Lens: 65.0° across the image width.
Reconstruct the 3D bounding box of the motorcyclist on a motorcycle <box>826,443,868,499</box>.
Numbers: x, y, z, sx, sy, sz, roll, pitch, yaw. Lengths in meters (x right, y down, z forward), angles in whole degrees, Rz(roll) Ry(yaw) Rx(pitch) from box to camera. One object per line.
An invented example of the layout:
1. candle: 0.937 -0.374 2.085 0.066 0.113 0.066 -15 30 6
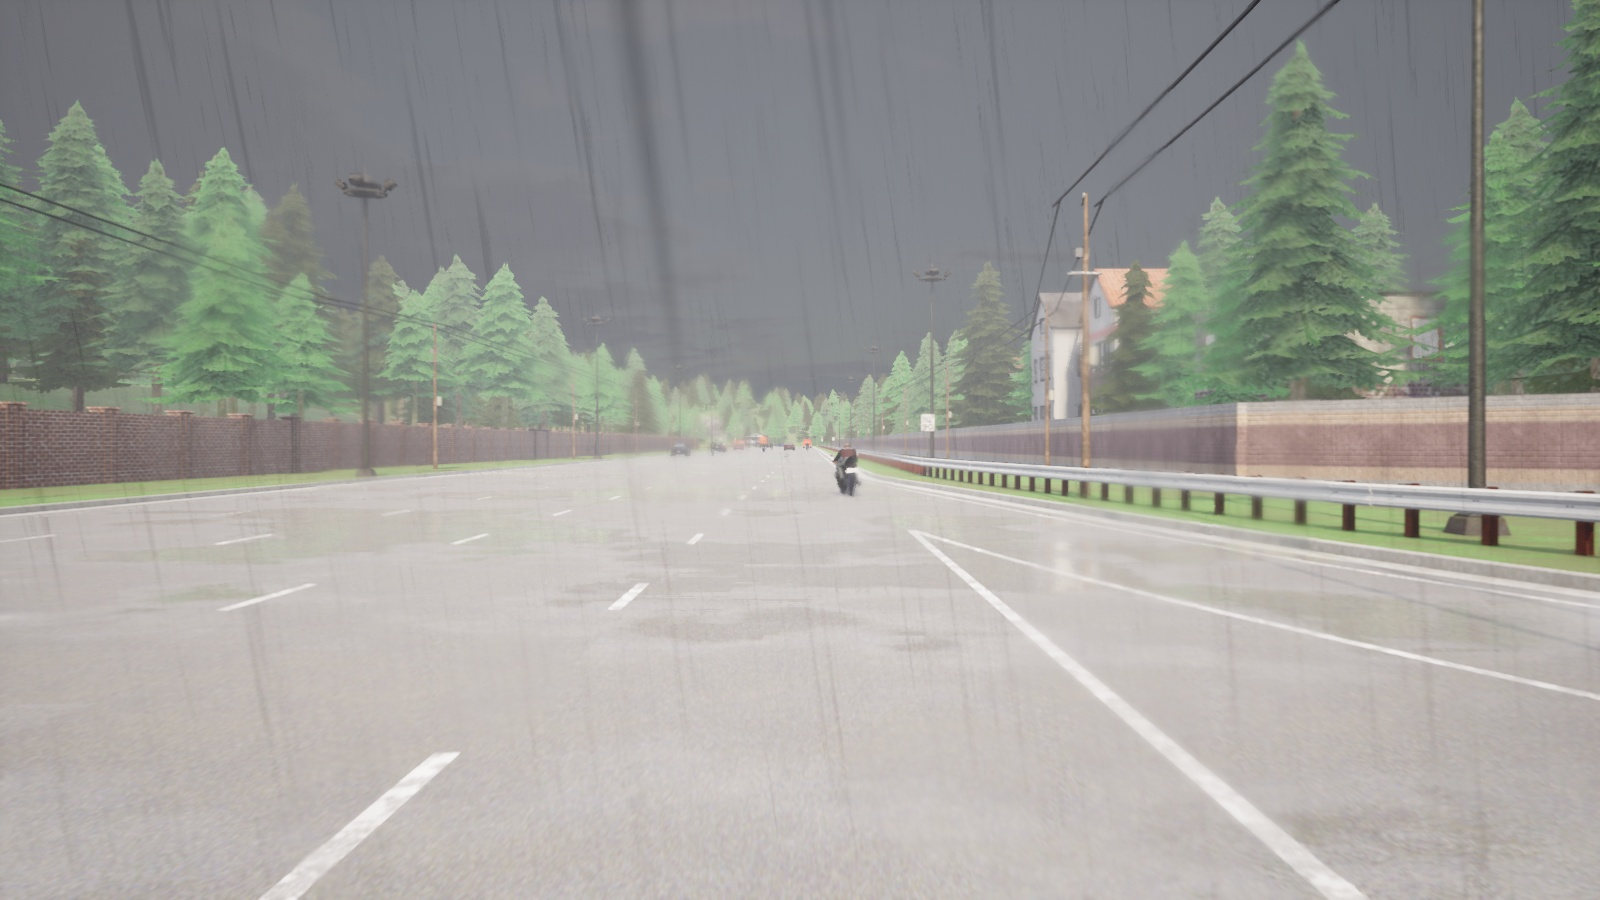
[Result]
1. motorcyclist on a motorcycle: 1.324 0.582 35.546 0.866 1.530 2.191 0 0 -6
